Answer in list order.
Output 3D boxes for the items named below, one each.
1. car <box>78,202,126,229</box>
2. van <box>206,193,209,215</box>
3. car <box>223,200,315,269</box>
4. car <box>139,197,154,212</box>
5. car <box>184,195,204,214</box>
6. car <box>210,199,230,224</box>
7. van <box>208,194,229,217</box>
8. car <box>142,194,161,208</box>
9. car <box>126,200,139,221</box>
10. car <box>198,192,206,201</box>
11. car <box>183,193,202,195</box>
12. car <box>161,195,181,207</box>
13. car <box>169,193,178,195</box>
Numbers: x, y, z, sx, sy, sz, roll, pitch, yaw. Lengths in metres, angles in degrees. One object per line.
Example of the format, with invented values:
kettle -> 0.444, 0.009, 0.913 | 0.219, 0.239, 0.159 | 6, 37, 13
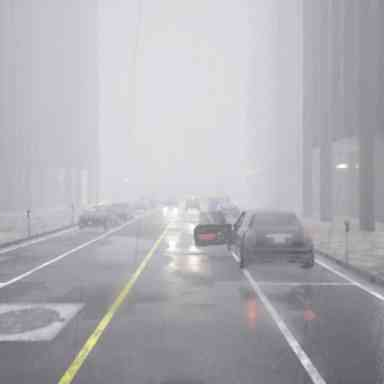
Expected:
car -> -5.757, 1.500, 21.024 | 1.887, 1.381, 4.507 | 0, 0, 0
van -> 2.772, 1.264, 37.894 | 1.690, 1.788, 3.998 | 0, 0, 0
car -> 2.389, 1.328, 11.211 | 2.097, 1.767, 4.553 | 0, 0, 0
car -> -5.753, 1.505, 37.879 | 1.802, 1.307, 4.206 | 0, 0, 0
car -> 0.087, 1.467, 39.466 | 2.033, 1.411, 5.357 | 0, 0, 0
car -> 2.770, 1.495, 26.657 | 2.008, 1.369, 4.403 | 0, 0, 0
van -> 2.771, 1.274, 32.276 | 1.690, 1.788, 3.998 | 0, 0, 0
car -> -5.751, 1.227, 43.496 | 2.192, 1.841, 5.009 | 0, 0, 0
car -> -5.755, 1.510, 26.642 | 1.947, 1.339, 4.313 | 0, 0, 0
car -> 2.779, 1.188, 65.988 | 2.192, 1.841, 5.009 | 0, 0, 0
car -> 0.014, 1.392, 50.199 | 2.128, 1.511, 4.902 | 0, 0, 0
car -> -2.989, 1.503, 48.745 | 1.895, 1.301, 4.718 | 0, 0, 0
car -> -5.739, 1.149, 92.824 | 2.192, 1.841, 5.009 | 0, 0, 0
